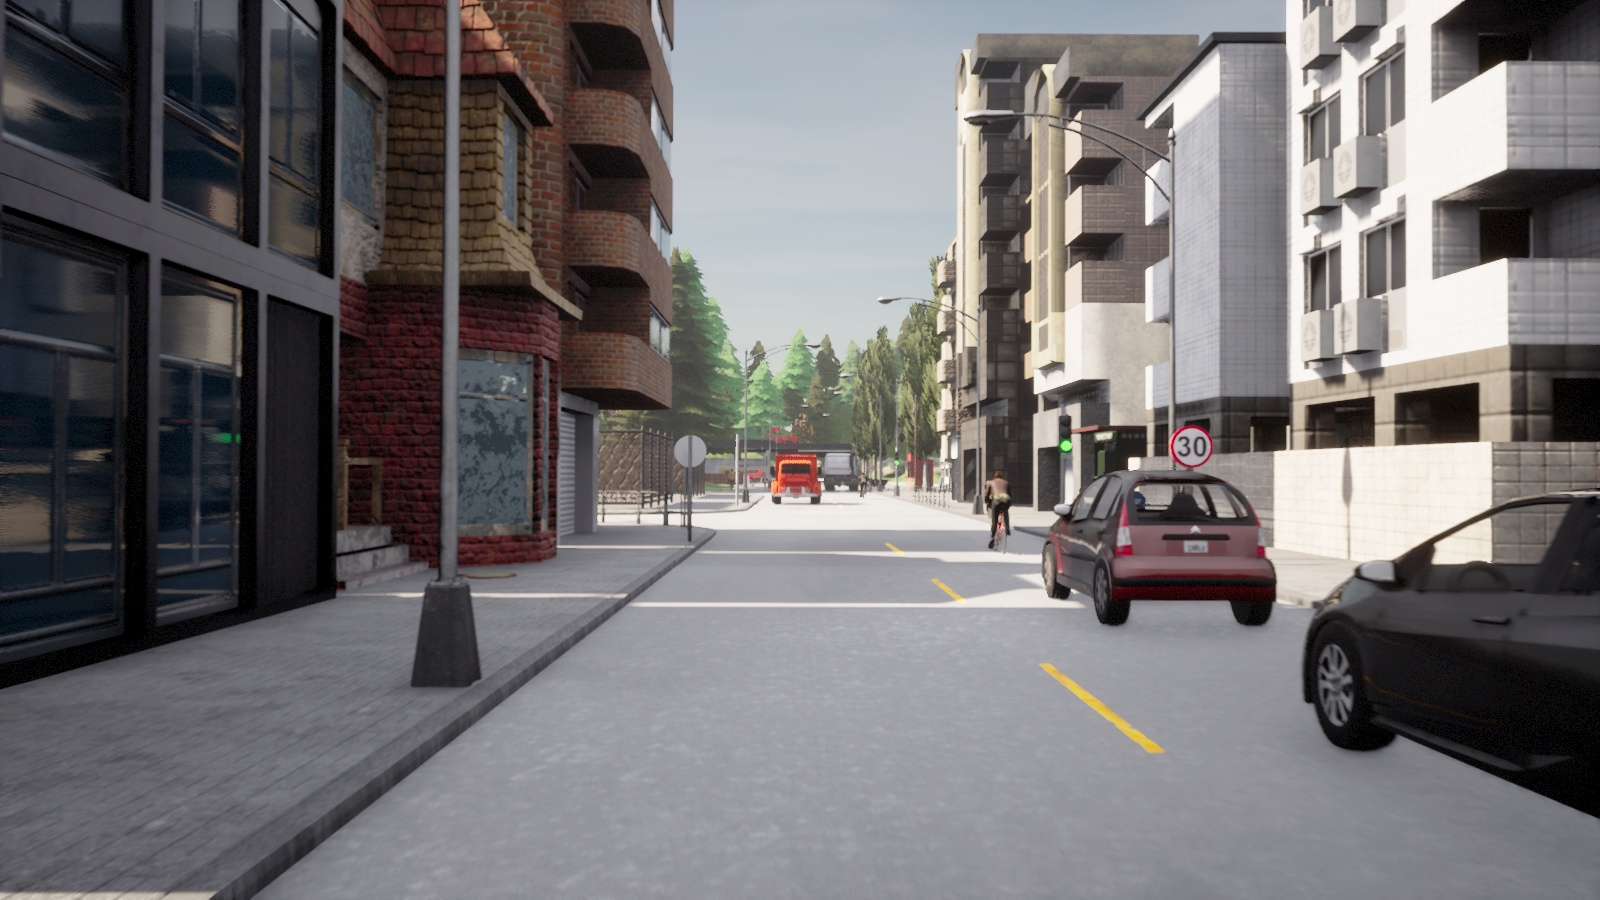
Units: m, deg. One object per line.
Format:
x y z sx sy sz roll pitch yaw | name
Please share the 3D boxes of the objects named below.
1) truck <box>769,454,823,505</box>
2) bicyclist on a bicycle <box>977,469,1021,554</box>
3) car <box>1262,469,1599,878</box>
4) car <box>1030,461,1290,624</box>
-0.182 1.470 63.556 2.627 2.467 5.204 0 -1 0 | truck
3.941 1.201 24.932 0.582 1.620 1.656 0 -1 0 | bicyclist on a bicycle
3.985 0.852 5.813 2.007 1.525 4.514 0 -1 0 | car
3.964 0.960 14.551 1.851 1.617 3.988 0 -1 0 | car
